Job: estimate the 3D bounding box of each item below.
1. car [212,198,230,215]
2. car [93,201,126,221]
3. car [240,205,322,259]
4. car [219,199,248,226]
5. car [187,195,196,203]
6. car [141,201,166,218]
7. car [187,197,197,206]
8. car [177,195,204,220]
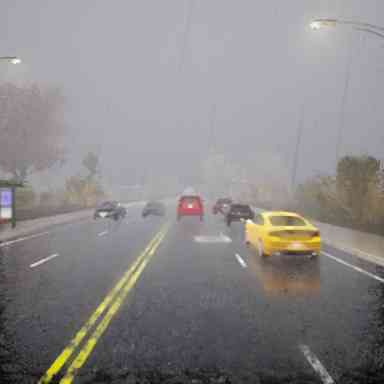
[{"bbox_3d":[3.204,1.379,34.683,2.097,1.767,4.553,0,0,0],"label":"car"},{"bbox_3d":[-6.635,1.516,27.210,2.128,1.511,4.902,0,0,0],"label":"car"},{"bbox_3d":[3.236,1.491,12.712,1.882,1.535,5.008,0,0,0],"label":"car"},{"bbox_3d":[3.220,1.526,23.712,1.837,1.490,4.892,0,0,0],"label":"car"},{"bbox_3d":[-0.102,1.501,74.272,1.882,1.535,5.008,0,0,0],"label":"car"},{"bbox_3d":[-3.389,1.573,30.542,2.033,1.411,5.357,0,0,0],"label":"car"},{"bbox_3d":[0.010,1.552,57.781,1.812,1.442,4.674,0,0,0],"label":"car"},{"bbox_3d":[-0.115,1.247,28.864,2.150,2.045,5.566,0,0,0],"label":"car"}]
